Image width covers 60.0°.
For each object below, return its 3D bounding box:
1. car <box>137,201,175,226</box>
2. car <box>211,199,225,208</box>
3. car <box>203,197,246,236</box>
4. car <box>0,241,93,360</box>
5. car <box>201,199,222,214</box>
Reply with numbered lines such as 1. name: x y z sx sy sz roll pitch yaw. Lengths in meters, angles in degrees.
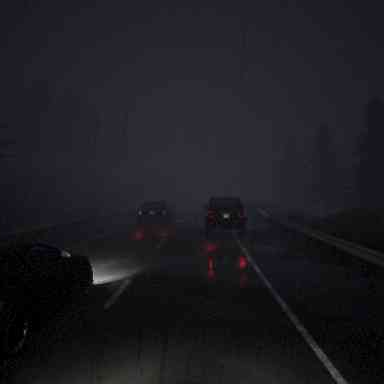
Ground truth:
1. car: -2.457 1.398 23.713 2.097 1.767 4.553 0 0 4
2. car: 4.015 1.709 51.732 1.895 1.301 4.718 0 0 8
3. car: 1.803 1.265 18.847 2.150 2.045 5.566 0 0 3
4. car: -3.285 1.573 5.975 1.994 1.385 4.181 0 0 1
5. car: 2.351 1.628 38.505 2.033 1.411 5.357 0 0 8
